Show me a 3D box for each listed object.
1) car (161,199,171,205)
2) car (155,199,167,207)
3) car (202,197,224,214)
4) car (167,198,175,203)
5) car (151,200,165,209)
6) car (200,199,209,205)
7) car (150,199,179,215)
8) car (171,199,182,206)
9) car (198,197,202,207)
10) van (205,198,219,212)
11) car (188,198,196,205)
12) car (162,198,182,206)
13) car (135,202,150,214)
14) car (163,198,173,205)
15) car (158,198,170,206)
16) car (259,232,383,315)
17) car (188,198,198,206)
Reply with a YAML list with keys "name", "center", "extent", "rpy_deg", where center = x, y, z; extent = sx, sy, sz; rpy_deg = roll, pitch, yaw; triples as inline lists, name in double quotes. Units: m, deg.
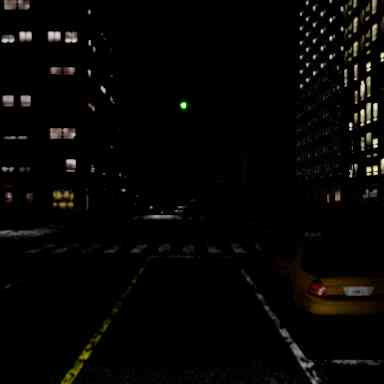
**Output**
- name: "car"
  center: [-5.692, 2.214, 73.085]
  extent: [1.802, 1.307, 4.206]
  rpy_deg: [0, -1, 0]
- name: "car"
  center: [-5.692, 2.072, 62.031]
  extent: [1.887, 1.381, 4.507]
  rpy_deg: [0, -1, 0]
- name: "car"
  center: [2.687, 1.642, 39.929]
  extent: [2.192, 1.841, 5.009]
  rpy_deg: [0, -1, 0]
- name: "car"
  center: [-5.691, 2.317, 89.495]
  extent: [1.752, 1.417, 4.829]
  rpy_deg: [0, -1, 0]
- name: "car"
  center: [-5.692, 2.026, 56.506]
  extent: [2.008, 1.369, 4.403]
  rpy_deg: [0, -1, 0]
- name: "car"
  center: [2.688, 2.177, 73.085]
  extent: [1.887, 1.381, 4.507]
  rpy_deg: [0, -1, 0]
- name: "car"
  center: [-3.073, 1.864, 38.735]
  extent: [2.033, 1.411, 5.357]
  rpy_deg: [0, 0, 4]
- name: "car"
  center: [-3.017, 2.133, 66.398]
  extent: [1.994, 1.385, 4.181]
  rpy_deg: [0, -1, 0]
- name: "car"
  center: [2.687, 1.842, 62.033]
  extent: [2.192, 1.841, 5.009]
  rpy_deg: [0, -1, 0]
- name: "van"
  center: [2.687, 1.716, 45.454]
  extent: [1.690, 1.788, 3.998]
  rpy_deg: [0, -1, 0]
- name: "car"
  center: [0.002, 2.173, 79.609]
  extent: [1.882, 1.535, 5.008]
  rpy_deg: [0, -1, 0]
- name: "car"
  center: [-3.092, 1.965, 50.146]
  extent: [2.033, 1.411, 5.357]
  rpy_deg: [0, -1, 0]
- name: "car"
  center: [-5.692, 1.877, 39.927]
  extent: [2.008, 1.369, 4.403]
  rpy_deg: [0, 0, 0]
- name: "car"
  center: [-5.692, 2.125, 78.612]
  extent: [1.967, 1.590, 4.097]
  rpy_deg: [0, -1, 0]
- name: "car"
  center: [-5.692, 2.020, 67.560]
  extent: [1.967, 1.590, 4.097]
  rpy_deg: [0, -1, 0]
- name: "car"
  center: [2.686, 1.586, 7.685]
  extent: [1.752, 1.417, 4.829]
  rpy_deg: [0, 0, 0]
- name: "car"
  center: [0.091, 2.199, 69.608]
  extent: [1.895, 1.301, 4.718]
  rpy_deg: [0, -1, 0]
